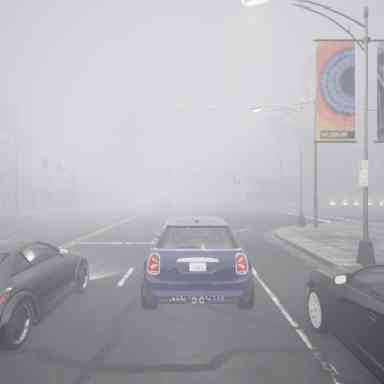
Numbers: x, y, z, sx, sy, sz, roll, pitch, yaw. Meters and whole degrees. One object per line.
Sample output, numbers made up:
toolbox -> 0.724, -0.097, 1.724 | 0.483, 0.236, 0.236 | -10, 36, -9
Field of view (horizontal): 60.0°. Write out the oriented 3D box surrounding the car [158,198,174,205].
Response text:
car -> -3.391, 1.547, 43.624 | 2.033, 1.411, 5.357 | 0, 0, 0

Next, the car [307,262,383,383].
car -> 2.901, 1.480, 3.734 | 2.097, 1.535, 5.008 | 0, 0, 0

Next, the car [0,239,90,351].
car -> -3.399, 1.564, 6.199 | 1.994, 1.385, 4.181 | 0, 0, 0

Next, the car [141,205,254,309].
car -> 0.101, 1.352, 8.018 | 2.097, 1.767, 4.553 | 0, 0, 0
